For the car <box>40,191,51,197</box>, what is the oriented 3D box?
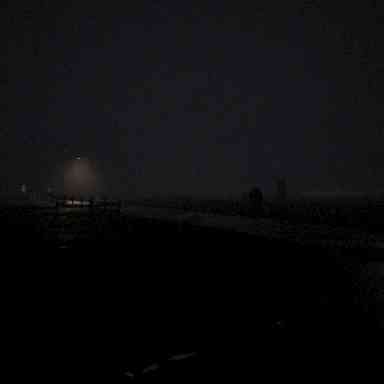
[{"bbox_3d":[-35.624,0.416,81.109,1.837,1.490,4.892,-1,1,-35],"label":"car"}]
